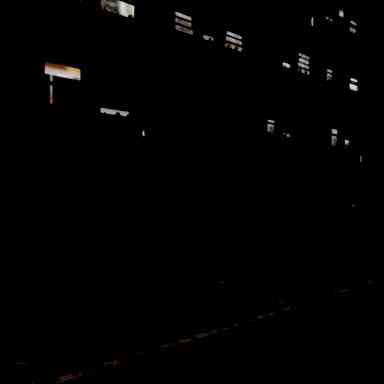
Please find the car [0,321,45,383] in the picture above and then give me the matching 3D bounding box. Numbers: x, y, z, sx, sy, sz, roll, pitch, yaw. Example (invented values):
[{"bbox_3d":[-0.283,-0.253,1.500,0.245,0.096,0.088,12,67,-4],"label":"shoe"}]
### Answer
[{"bbox_3d":[-3.120,1.491,1.148,4.902,1.511,2.128,0,0,-36],"label":"car"}]
